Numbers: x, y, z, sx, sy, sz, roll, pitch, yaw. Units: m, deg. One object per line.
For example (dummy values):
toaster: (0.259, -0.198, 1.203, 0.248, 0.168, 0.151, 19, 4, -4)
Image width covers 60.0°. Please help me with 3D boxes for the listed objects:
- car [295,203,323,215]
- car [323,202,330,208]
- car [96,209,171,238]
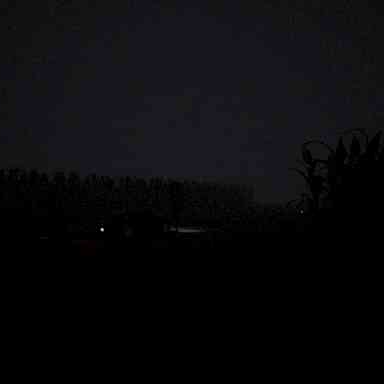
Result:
car: (15.274, 2.258, 43.883, 1.895, 1.301, 4.718, -1, -1, 37)
car: (21.268, 2.319, 52.046, 1.812, 1.442, 4.674, -1, -1, 37)
car: (-3.185, 1.725, 19.098, 1.837, 1.490, 4.892, -1, -1, 37)
